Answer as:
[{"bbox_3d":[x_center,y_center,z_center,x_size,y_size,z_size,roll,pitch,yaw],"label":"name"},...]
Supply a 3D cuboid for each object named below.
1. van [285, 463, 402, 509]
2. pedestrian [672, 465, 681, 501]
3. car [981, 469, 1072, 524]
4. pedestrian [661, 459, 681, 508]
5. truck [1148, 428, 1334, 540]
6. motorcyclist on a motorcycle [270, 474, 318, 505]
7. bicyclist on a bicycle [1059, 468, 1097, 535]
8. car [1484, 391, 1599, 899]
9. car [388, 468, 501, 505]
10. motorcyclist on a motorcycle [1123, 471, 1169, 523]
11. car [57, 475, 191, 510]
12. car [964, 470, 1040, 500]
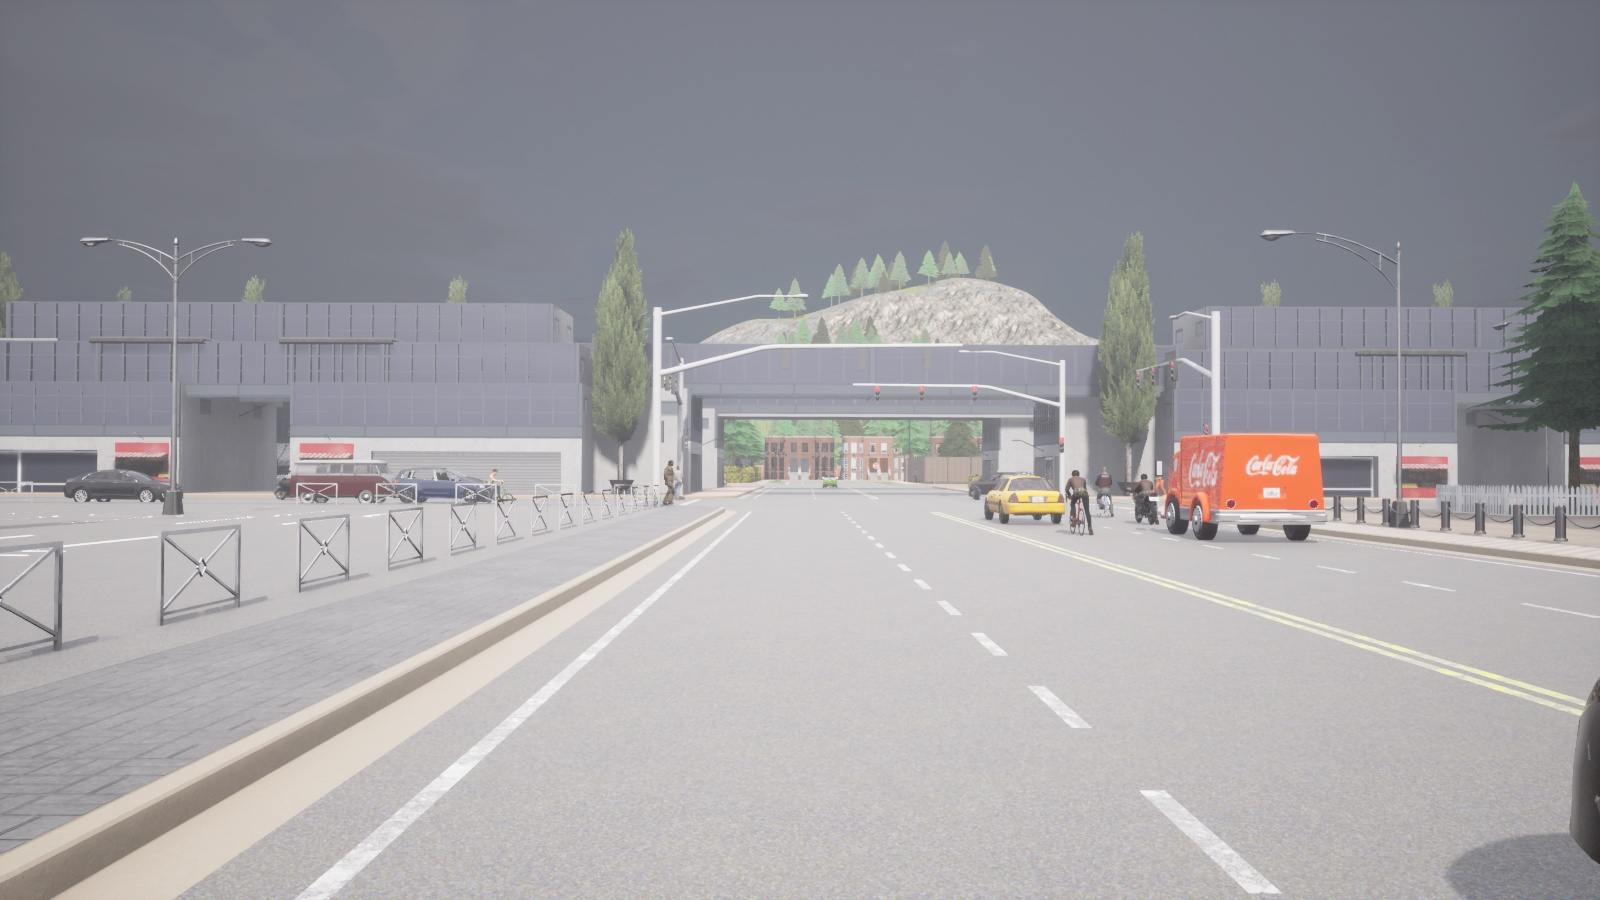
[{"bbox_3d":[-19.907,1.566,54.868,4.442,1.987,1.775,0,-1,1],"label":"van"},{"bbox_3d":[-6.448,1.719,65.699,0.354,1.836,0.706,0,-1,-14],"label":"pedestrian"},{"bbox_3d":[6.909,1.376,38.809,1.801,1.575,5.366,0,-1,0],"label":"car"},{"bbox_3d":[-5.139,1.331,50.000,0.692,1.930,0.396,-1,-1,24],"label":"pedestrian"},{"bbox_3d":[10.424,0.793,30.231,2.627,2.467,5.204,0,-1,0],"label":"truck"},{"bbox_3d":[-24.975,1.935,61.997,2.044,1.523,0.797,0,-1,2],"label":"motorcyclist on a motorcycle"},{"bbox_3d":[6.926,1.265,31.345,0.582,1.620,1.656,0,-1,0],"label":"bicyclist on a bicycle"},{"bbox_3d":[3.494,0.611,1.896,2.152,1.651,5.027,0,-1,0],"label":"car"},{"bbox_3d":[-16.446,1.701,58.287,4.611,1.667,2.242,0,-1,1],"label":"car"},{"bbox_3d":[10.410,1.389,37.836,0.797,1.523,2.044,0,-1,0],"label":"motorcyclist on a motorcycle"},{"bbox_3d":[-29.634,1.861,55.121,4.892,1.490,1.837,0,-1,2],"label":"car"},{"bbox_3d":[10.964,1.893,68.304,3.705,1.549,1.789,-1,-1,44],"label":"car"}]
